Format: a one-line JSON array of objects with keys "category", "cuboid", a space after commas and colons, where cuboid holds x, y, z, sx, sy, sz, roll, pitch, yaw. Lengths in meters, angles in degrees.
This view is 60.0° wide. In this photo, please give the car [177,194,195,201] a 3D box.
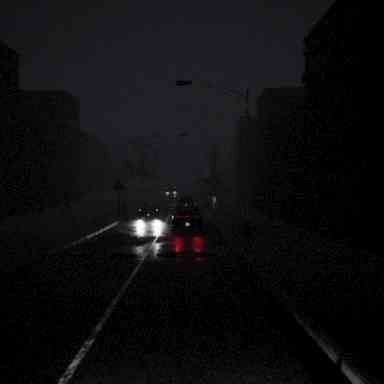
[{"category": "car", "cuboid": [-0.682, 1.006, 39.338, 1.837, 1.490, 4.892, 0, 3, -1]}]

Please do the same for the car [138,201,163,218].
[{"category": "car", "cuboid": [-3.688, 1.528, 29.929, 1.895, 1.301, 4.718, 0, 2, -1]}]

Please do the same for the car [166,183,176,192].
[{"category": "car", "cuboid": [-4.438, -1.004, 71.136, 2.097, 1.767, 4.553, 0, 3, -1]}]

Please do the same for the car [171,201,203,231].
[{"category": "car", "cuboid": [-0.314, 1.593, 21.336, 2.128, 1.511, 4.902, 0, 1, -1]}]
